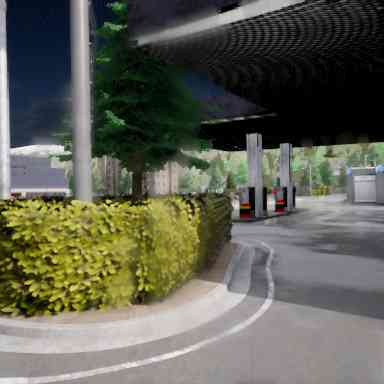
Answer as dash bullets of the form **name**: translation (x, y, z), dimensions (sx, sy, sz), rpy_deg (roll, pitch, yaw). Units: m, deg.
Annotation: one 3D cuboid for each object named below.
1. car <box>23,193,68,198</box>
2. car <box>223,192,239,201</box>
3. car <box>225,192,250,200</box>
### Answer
- **car**: translation (-14.789, 1.221, 33.589), dimensions (3.866, 1.878, 1.905), rpy_deg (-1, 0, 35)
- **car**: translation (7.406, 0.891, 63.921), dimensions (5.027, 1.636, 2.152), rpy_deg (-1, 0, 35)
- **car**: translation (9.177, 0.852, 66.511), dimensions (4.514, 1.523, 2.007), rpy_deg (-1, 0, 35)
